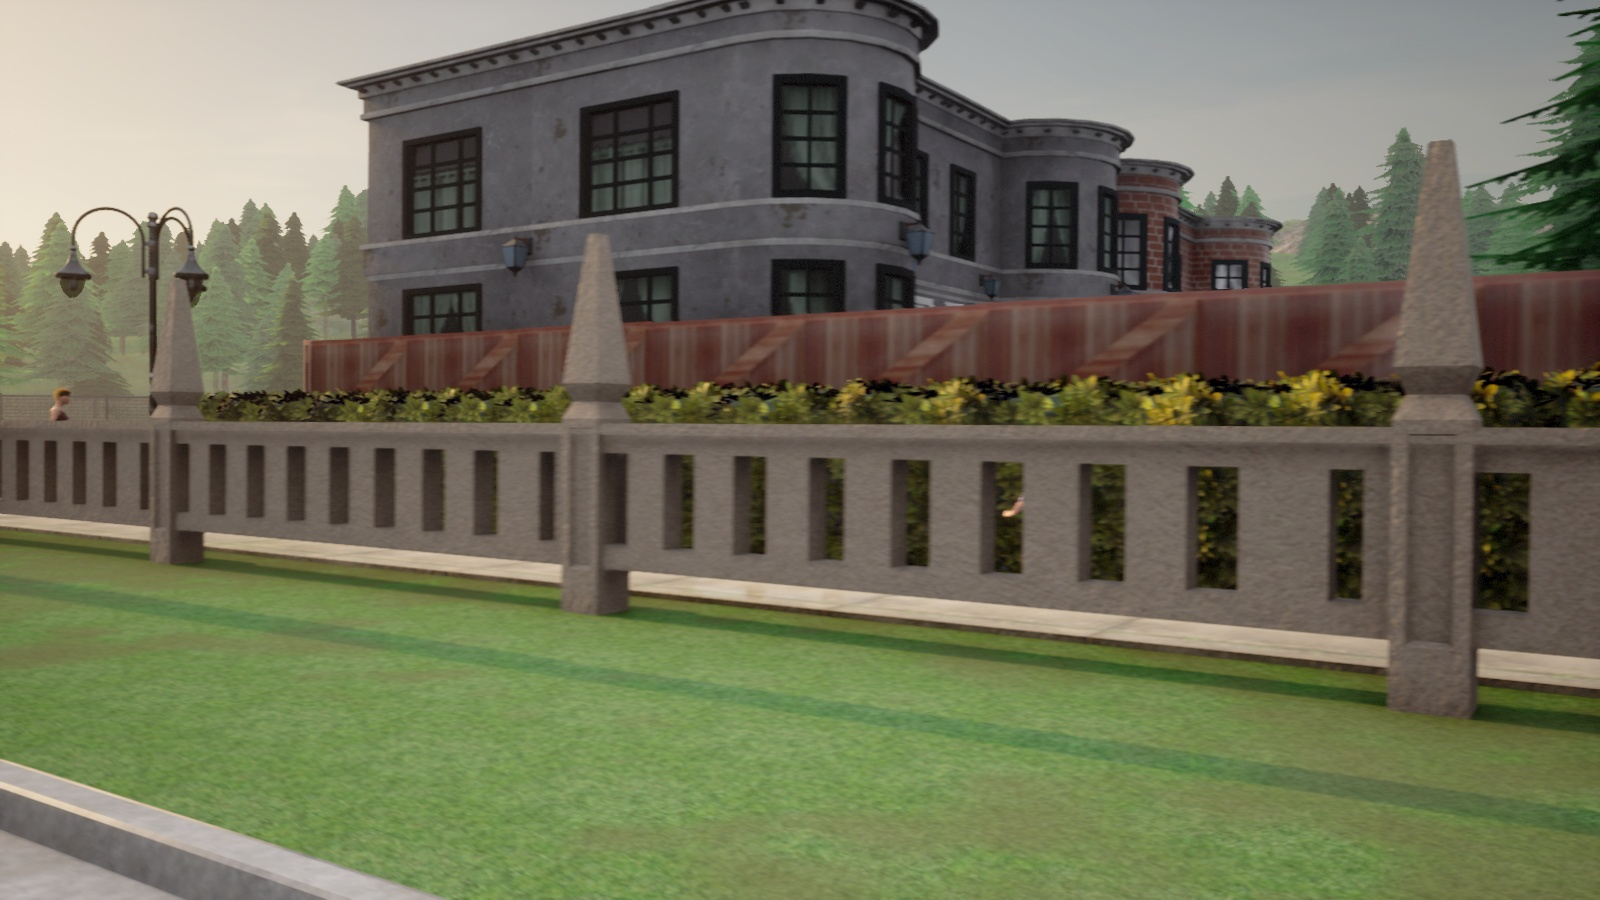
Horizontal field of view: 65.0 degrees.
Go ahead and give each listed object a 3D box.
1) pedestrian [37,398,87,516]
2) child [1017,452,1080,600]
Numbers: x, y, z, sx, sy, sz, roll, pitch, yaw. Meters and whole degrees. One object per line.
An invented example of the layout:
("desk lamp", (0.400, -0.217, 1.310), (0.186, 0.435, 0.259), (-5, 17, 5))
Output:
("pedestrian", (-11.715, 0.105, 19.941), (0.594, 1.836, 0.345), (-1, 1, -20))
("child", (1.909, 0.571, 9.639), (0.394, 1.110, 0.255), (0, 1, 37))
